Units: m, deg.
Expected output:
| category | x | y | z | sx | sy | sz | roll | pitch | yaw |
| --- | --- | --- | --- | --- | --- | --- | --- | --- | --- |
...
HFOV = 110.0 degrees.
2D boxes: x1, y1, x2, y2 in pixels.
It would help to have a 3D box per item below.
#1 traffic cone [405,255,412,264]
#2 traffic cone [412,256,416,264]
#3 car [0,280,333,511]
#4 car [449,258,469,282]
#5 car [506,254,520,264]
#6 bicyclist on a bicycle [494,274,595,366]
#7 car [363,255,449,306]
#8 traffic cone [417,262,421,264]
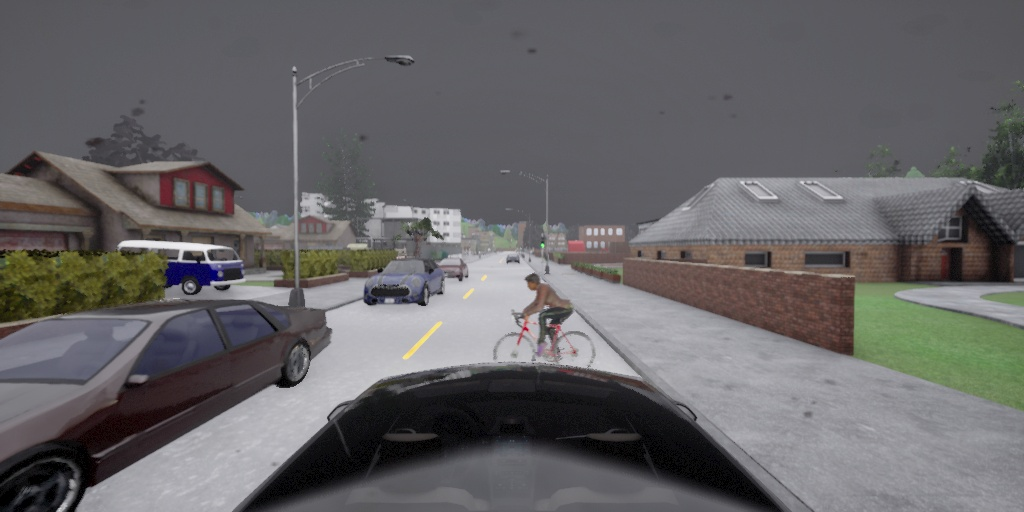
| category | x | y | z | sx | sy | sz | roll | pitch | yaw |
| --- | --- | --- | --- | --- | --- | --- | --- | --- | --- |
| traffic cone | -15.692 | 0.553 | 54.331 | 0.344 | 0.586 | 0.344 | 0 | 0 | 0 |
| traffic cone | -15.331 | 0.538 | 54.900 | 0.344 | 0.586 | 0.344 | 0 | 0 | 0 |
| car | -4.095 | 1.255 | 4.039 | 2.033 | 1.411 | 5.357 | 0 | 1 | 0 |
| car | -3.974 | 0.851 | 23.778 | 1.812 | 1.442 | 4.674 | 0 | 1 | 0 |
| car | 0.155 | 0.406 | 50.480 | 1.895 | 1.301 | 4.718 | 0 | 1 | 0 |
| bicyclist on a bicycle | 0.513 | 1.104 | 5.775 | 1.656 | 1.620 | 0.582 | -2 | 1 | 0 |
| car | -4.066 | 0.863 | 14.171 | 2.097 | 1.767 | 4.553 | 0 | 1 | 0 |
| traffic cone | -14.330 | 0.541 | 55.939 | 0.344 | 0.586 | 0.344 | 0 | 0 | 0 |
